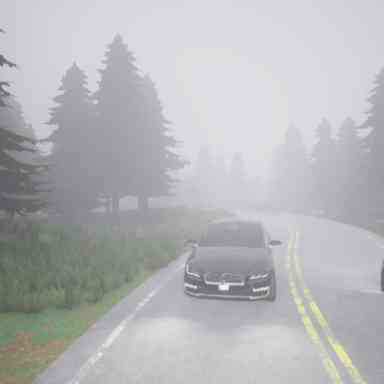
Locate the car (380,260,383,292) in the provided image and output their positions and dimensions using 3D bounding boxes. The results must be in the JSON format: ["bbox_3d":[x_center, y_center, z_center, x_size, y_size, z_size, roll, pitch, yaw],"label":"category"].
[{"bbox_3d":[4.501,1.291,4.649,2.097,1.767,4.553,-1,1,9],"label":"car"}]

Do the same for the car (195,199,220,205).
[{"bbox_3d":[1.995,1.656,44.872,1.812,1.442,4.674,3,-5,-35],"label":"car"}]

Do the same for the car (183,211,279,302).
[{"bbox_3d":[1.105,1.468,8.425,1.837,1.490,4.892,-1,0,13],"label":"car"}]

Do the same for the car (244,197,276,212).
[{"bbox_3d":[6.819,1.281,33.810,1.837,1.490,4.892,1,0,-13],"label":"car"}]
